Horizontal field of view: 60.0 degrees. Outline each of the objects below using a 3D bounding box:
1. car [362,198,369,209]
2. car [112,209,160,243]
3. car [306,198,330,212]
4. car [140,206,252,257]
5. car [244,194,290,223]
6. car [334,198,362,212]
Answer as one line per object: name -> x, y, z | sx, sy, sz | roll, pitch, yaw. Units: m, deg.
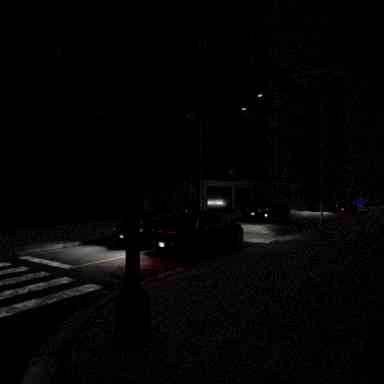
car -> 23.589, 1.536, 46.749 | 1.812, 1.442, 4.674 | 0, 0, 35
car -> -1.566, 1.519, 15.361 | 1.812, 1.442, 4.674 | 0, 0, 33
car -> 14.861, 1.497, 39.057 | 1.837, 1.490, 4.892 | 0, 0, 35
car -> 0.361, 1.510, 13.147 | 1.837, 1.490, 4.892 | 0, 0, 35
car -> 5.952, 1.210, 26.247 | 2.150, 2.045, 5.566 | 0, 1, 35
car -> 17.840, 1.605, 38.352 | 1.895, 1.301, 4.718 | 0, 0, 35
